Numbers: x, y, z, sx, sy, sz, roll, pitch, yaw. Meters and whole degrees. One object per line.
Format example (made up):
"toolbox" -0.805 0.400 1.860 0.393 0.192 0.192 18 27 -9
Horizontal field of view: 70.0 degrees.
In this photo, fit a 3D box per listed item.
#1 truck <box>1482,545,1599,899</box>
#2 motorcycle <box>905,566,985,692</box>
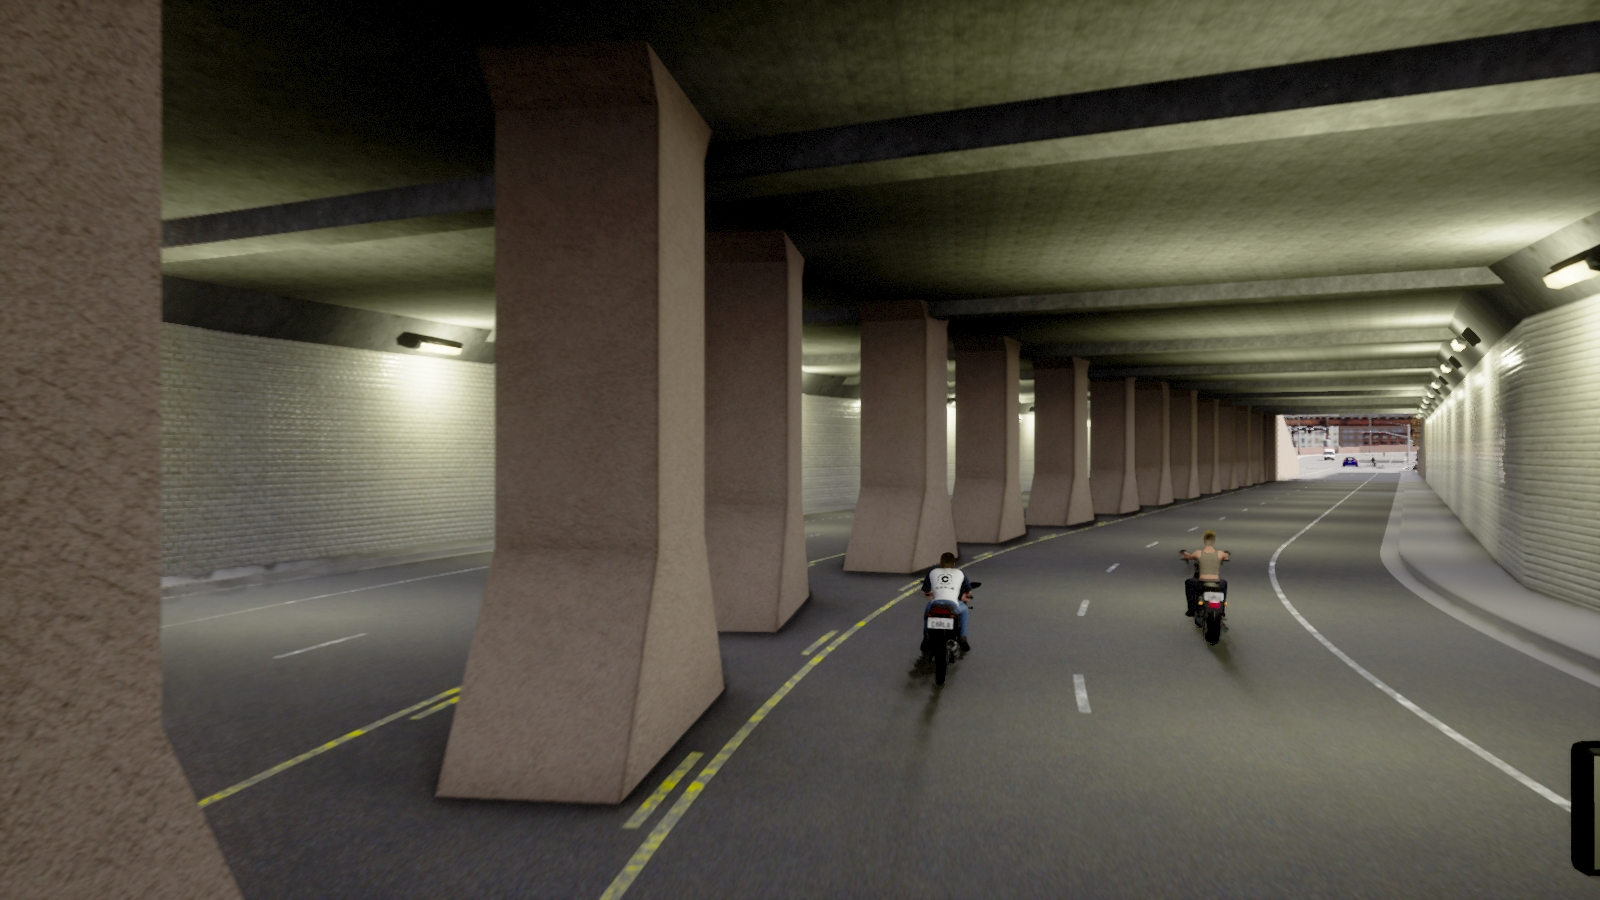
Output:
"truck" 3.581 1.569 1.373 2.627 2.467 5.204 0 0 3
"motorcycle" 1.836 2.174 14.233 0.803 1.224 2.033 1 0 12
